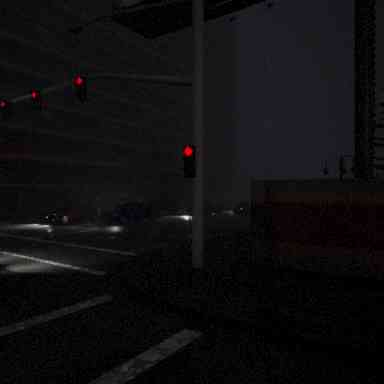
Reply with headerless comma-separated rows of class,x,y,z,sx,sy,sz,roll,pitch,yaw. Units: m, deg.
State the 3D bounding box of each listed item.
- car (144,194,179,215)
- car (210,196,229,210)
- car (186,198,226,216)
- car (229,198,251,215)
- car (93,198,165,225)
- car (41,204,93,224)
car,-3.494,1.223,32.205,2.150,2.045,5.566,0,0,35
car,2.959,1.351,41.353,2.097,1.767,4.553,0,0,35
car,1.190,1.564,32.785,1.994,1.385,4.181,0,0,34
car,5.796,1.564,32.880,1.994,1.385,4.181,0,0,35
car,-4.517,1.478,24.685,1.882,1.535,5.008,0,0,35
car,-8.865,1.564,24.596,1.994,1.385,4.181,0,0,35
